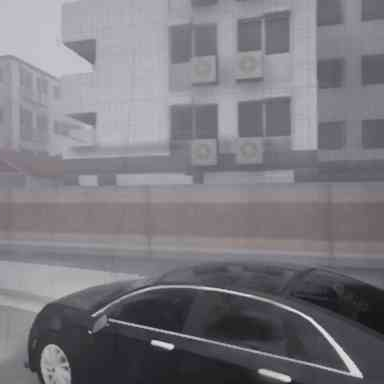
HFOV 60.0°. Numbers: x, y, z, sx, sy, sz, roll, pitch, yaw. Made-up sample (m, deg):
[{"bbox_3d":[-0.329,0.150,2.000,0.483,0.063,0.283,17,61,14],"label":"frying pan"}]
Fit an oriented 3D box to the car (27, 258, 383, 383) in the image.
[{"bbox_3d":[0.247,1.510,3.547,4.892,1.490,1.837,-1,0,33],"label":"car"}]
